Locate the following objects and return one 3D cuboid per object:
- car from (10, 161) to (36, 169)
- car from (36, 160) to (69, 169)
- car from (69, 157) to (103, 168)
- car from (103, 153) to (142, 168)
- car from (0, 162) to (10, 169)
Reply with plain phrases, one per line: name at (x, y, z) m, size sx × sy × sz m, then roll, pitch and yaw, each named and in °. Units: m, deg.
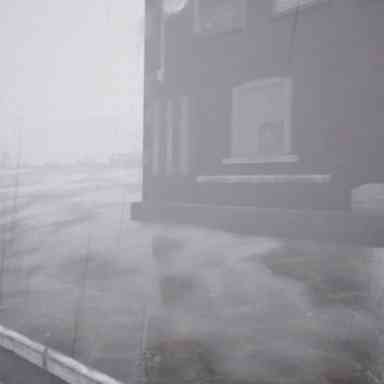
car at (-21.820, -3.423, 44.911) m, size 4.674 × 1.452 × 2.002 m, roll 1°, pitch 1°, yaw 28°
car at (-16.988, -3.362, 42.453) m, size 4.892 × 1.521 × 2.231 m, roll 1°, pitch 1°, yaw 27°
car at (-11.908, -3.366, 40.010) m, size 4.553 × 1.767 × 2.185 m, roll 1°, pitch 1°, yaw 26°
car at (-6.807, -3.348, 37.671) m, size 5.566 × 2.045 × 2.435 m, roll 2°, pitch 1°, yaw 25°
car at (-26.684, -3.534, 47.519) m, size 4.792 × 1.488 × 2.163 m, roll 1°, pitch 1°, yaw 29°
